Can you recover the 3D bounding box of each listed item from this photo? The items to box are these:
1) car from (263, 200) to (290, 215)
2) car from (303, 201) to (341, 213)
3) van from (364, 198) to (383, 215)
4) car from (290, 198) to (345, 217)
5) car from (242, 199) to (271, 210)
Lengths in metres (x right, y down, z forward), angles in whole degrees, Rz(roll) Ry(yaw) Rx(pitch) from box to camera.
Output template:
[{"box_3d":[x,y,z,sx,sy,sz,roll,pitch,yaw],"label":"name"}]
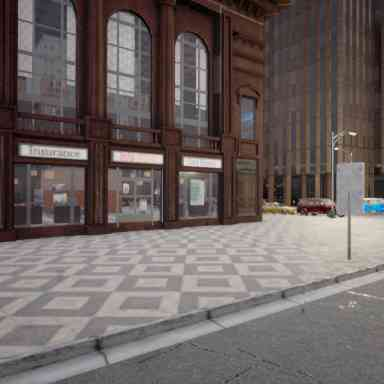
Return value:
[{"box_3d":[9.532,1.798,37.118,1.752,1.417,4.829,0,0,-35],"label":"car"},{"box_3d":[16.397,1.897,42.176,1.802,1.307,4.206,-1,0,-35],"label":"car"},{"box_3d":[19.635,1.588,37.581,1.690,1.788,3.998,-1,0,-35],"label":"van"},{"box_3d":[12.672,1.522,32.661,2.192,1.841,5.009,0,0,-35],"label":"car"},{"box_3d":[9.913,1.891,51.369,1.967,1.590,4.097,-1,0,-35],"label":"car"}]
